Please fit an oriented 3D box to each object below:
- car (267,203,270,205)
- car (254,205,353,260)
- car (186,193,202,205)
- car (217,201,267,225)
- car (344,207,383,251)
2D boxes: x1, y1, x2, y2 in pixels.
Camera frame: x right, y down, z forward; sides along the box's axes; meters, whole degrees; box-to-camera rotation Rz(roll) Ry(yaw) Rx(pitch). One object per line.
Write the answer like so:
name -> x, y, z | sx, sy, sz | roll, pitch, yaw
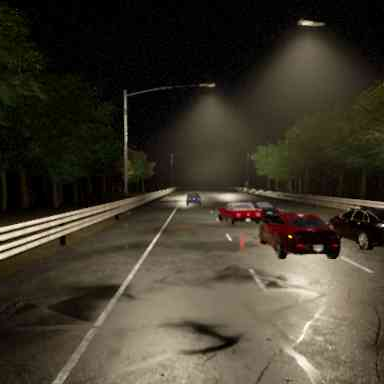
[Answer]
car -> 4.654, 1.318, 24.397 | 1.994, 1.385, 4.181 | 1, 1, -17
car -> 3.628, 1.418, 11.832 | 1.812, 1.442, 4.674 | 0, 0, 0
car -> 0.214, 0.845, 41.469 | 2.033, 1.411, 5.357 | 0, 1, 0
car -> 3.062, 1.373, 22.366 | 1.895, 1.301, 4.718 | -2, 2, -9
car -> 7.138, 1.385, 13.457 | 1.837, 1.490, 4.892 | 0, 1, 0
